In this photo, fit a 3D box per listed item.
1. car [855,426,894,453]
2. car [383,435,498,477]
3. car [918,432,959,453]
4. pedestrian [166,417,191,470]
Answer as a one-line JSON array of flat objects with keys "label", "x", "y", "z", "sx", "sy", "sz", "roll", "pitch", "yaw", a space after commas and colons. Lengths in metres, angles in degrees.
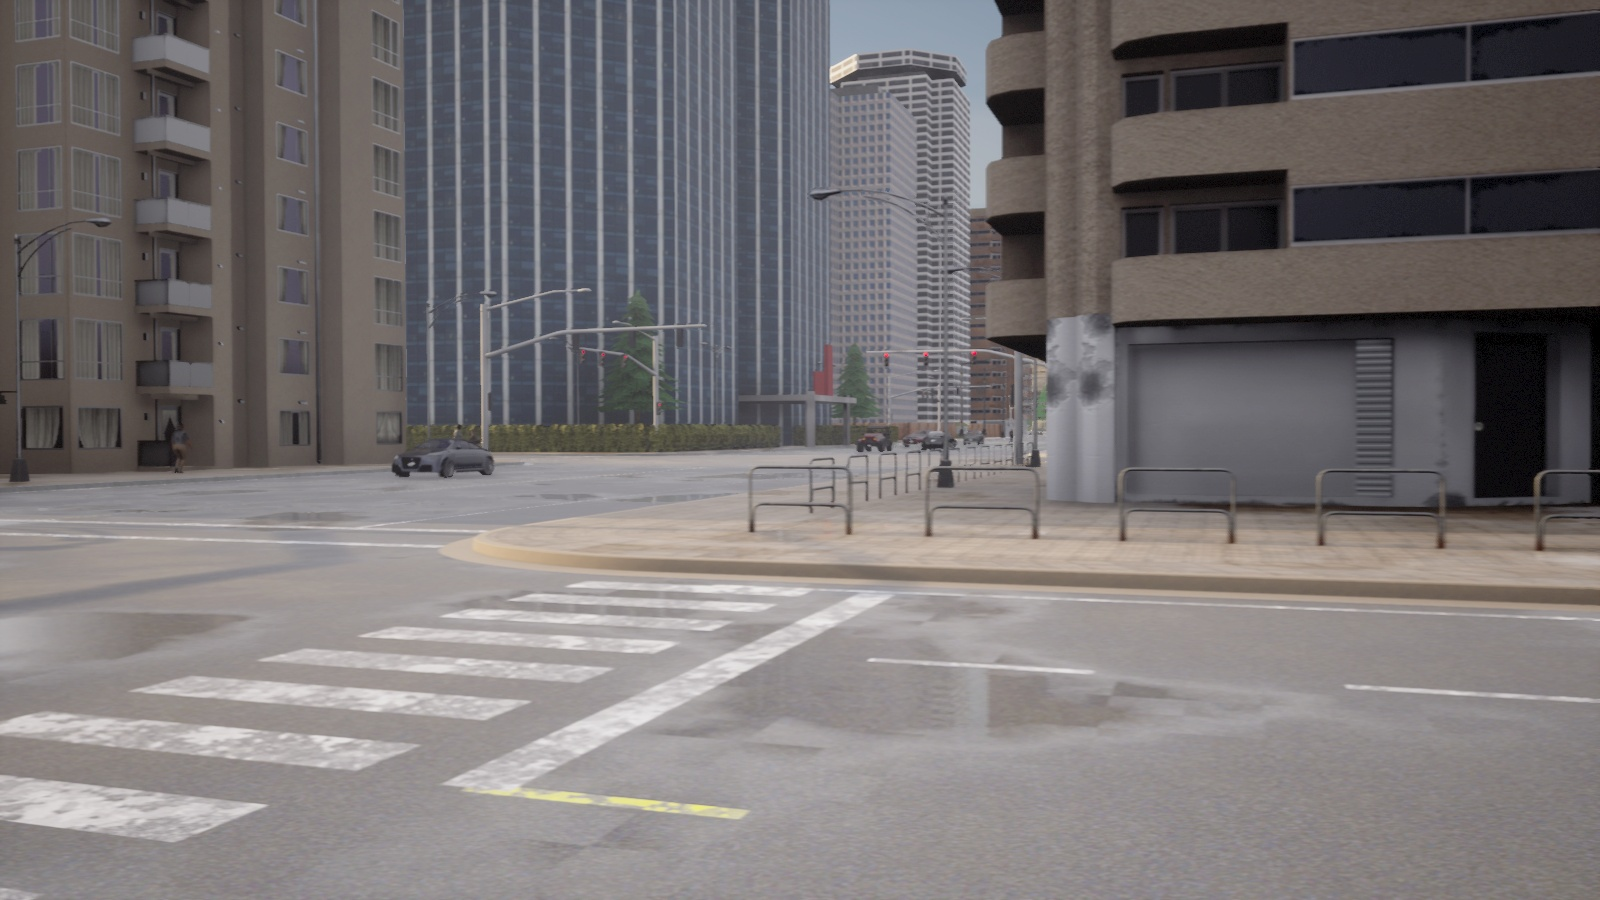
[{"label": "car", "x": 5.370, "y": -0.745, "z": 90.143, "sx": 1.905, "sy": 1.878, "sz": 3.866, "roll": 1, "pitch": 1, "yaw": 18}, {"label": "car", "x": -12.808, "y": 0.178, "z": 45.036, "sx": 1.994, "sy": 1.385, "sz": 4.181, "roll": 1, "pitch": 1, "yaw": 18}, {"label": "car", "x": 10.507, "y": -0.594, "z": 94.691, "sx": 2.163, "sy": 1.488, "sz": 4.792, "roll": 1, "pitch": 1, "yaw": 18}, {"label": "pedestrian", "x": -21.885, "y": -0.248, "z": 44.244, "sx": 0.540, "sy": 1.848, "sz": 0.694, "roll": 0, "pitch": 1, "yaw": 0}]
